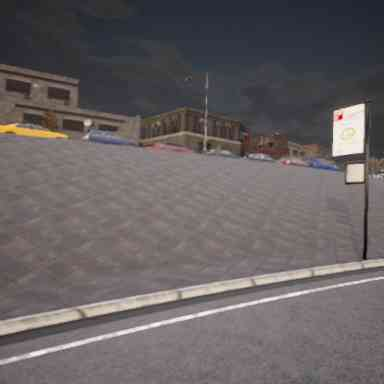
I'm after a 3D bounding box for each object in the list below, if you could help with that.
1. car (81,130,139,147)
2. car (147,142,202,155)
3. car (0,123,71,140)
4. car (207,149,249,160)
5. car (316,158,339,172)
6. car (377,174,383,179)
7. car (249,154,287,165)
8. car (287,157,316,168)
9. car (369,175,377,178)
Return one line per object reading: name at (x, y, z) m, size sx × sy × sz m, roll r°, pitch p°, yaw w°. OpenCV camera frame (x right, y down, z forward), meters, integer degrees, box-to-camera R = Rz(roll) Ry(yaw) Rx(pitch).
car at (-6.509, -3.961, 26.609) m, size 4.553 × 1.767 × 2.185 m, roll 2°, pitch -1°, yaw -31°
car at (-1.672, -3.614, 29.662) m, size 4.792 × 1.488 × 2.163 m, roll 2°, pitch -1°, yaw -32°
car at (-11.251, -4.021, 23.772) m, size 5.008 × 1.535 × 2.097 m, roll 2°, pitch -1°, yaw -30°
car at (2.935, -3.419, 32.694) m, size 4.674 × 1.452 × 2.002 m, roll 2°, pitch -1°, yaw -33°
car at (16.453, -3.092, 42.441) m, size 5.566 × 2.045 × 2.435 m, roll 3°, pitch -1°, yaw -37°
car at (29.232, -1.999, 52.964) m, size 4.674 × 1.452 × 2.002 m, roll 4°, pitch -2°, yaw -41°
car at (7.398, -3.275, 35.770) m, size 4.892 × 1.521 × 2.231 m, roll 2°, pitch -1°, yaw -35°
car at (11.966, -3.194, 39.072) m, size 4.553 × 1.767 × 2.185 m, roll 3°, pitch -1°, yaw -36°
car at (25.027, -2.288, 49.366) m, size 4.674 × 1.452 × 2.002 m, roll 4°, pitch -2°, yaw -40°
